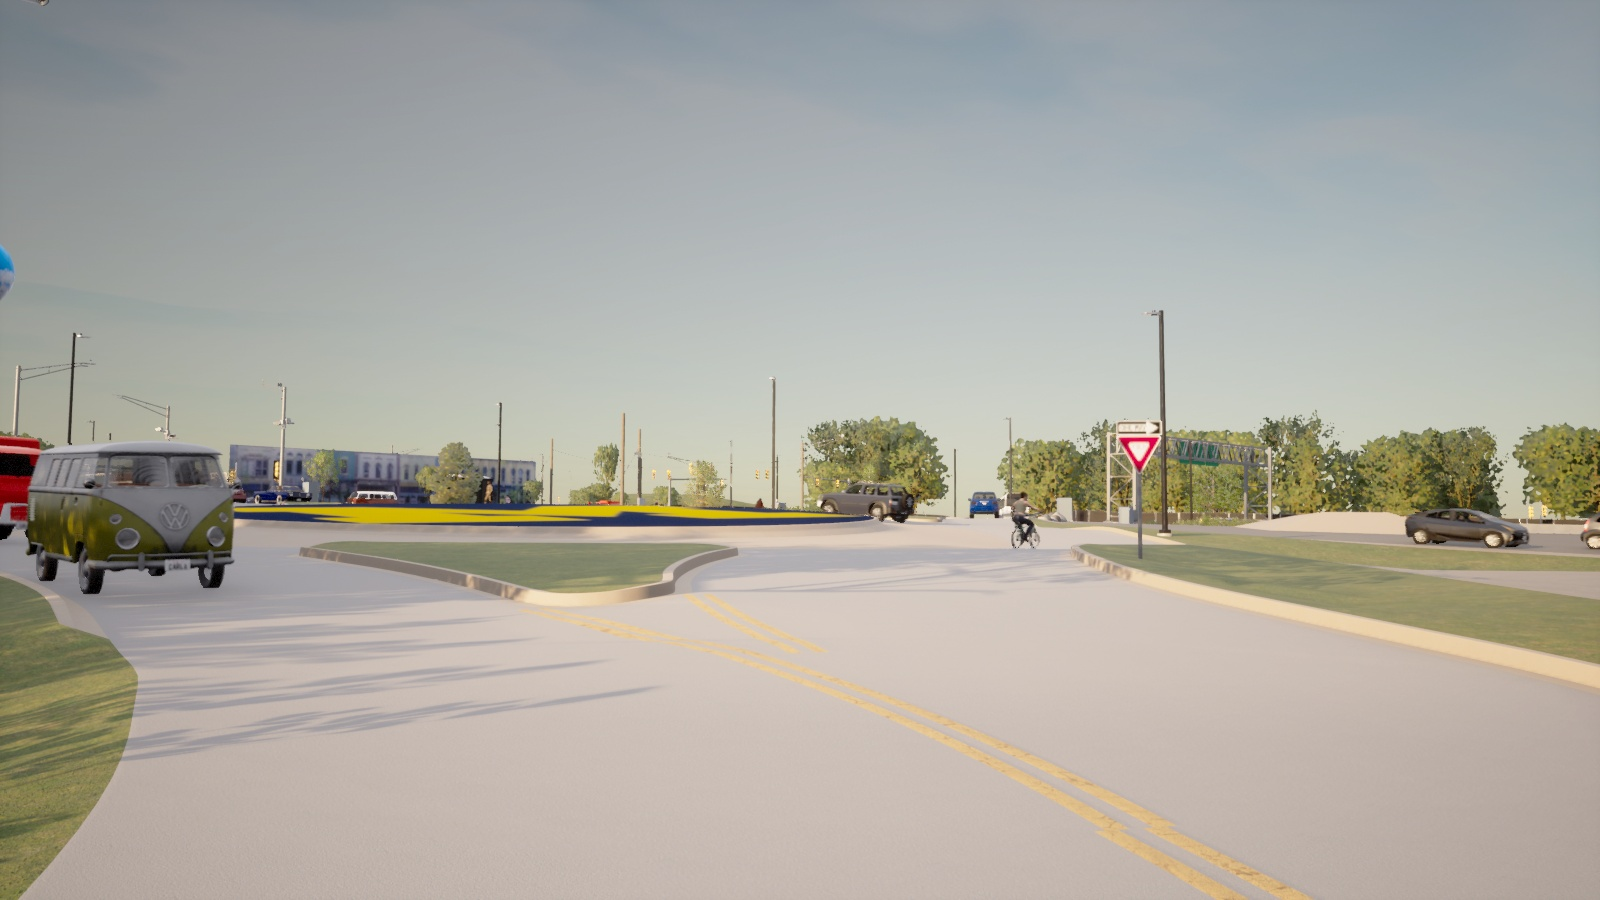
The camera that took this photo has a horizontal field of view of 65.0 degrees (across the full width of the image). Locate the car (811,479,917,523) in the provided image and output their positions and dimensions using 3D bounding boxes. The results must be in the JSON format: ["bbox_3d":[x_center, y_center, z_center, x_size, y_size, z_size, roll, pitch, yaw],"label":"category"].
[{"bbox_3d":[2.939,2.354,58.319,4.605,1.855,1.932,1,-4,40],"label":"car"}]

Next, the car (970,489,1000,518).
[{"bbox_3d":[13.927,4.081,94.746,2.150,2.045,5.566,-1,-3,8],"label":"car"}]

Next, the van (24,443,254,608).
[{"bbox_3d":[-9.265,0.961,17.421,1.775,1.987,4.442,1,-2,-42],"label":"van"}]

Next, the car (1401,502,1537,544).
[{"bbox_3d":[27.317,2.934,51.391,2.007,1.525,4.514,2,-2,-40],"label":"car"}]

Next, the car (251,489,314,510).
[{"bbox_3d":[-34.771,3.318,84.356,4.718,1.301,1.895,-2,-4,39],"label":"car"}]

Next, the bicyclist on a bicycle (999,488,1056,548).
[{"bbox_3d":[6.355,1.921,35.058,0.866,1.612,1.509,-5,-6,40],"label":"bicyclist on a bicycle"}]

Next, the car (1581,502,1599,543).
[{"bbox_3d":[33.639,2.930,50.098,3.988,1.617,1.851,0,-2,41],"label":"car"}]

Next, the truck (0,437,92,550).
[{"bbox_3d":[-19.274,1.056,29.366,5.204,2.467,2.627,-2,-4,35],"label":"truck"}]
